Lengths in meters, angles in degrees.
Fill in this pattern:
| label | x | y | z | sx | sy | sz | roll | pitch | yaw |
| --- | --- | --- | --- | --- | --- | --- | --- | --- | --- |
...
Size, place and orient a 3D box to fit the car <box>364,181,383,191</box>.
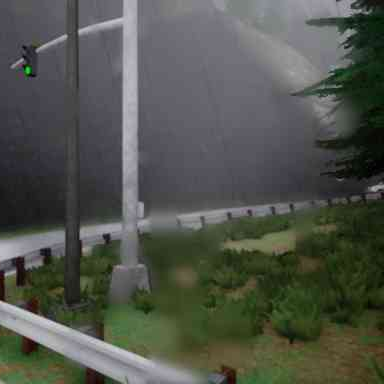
| label | x | y | z | sx | sy | sz | roll | pitch | yaw |
| --- | --- | --- | --- | --- | --- | --- | --- | --- | --- |
| car | 17.946 | -0.420 | 29.894 | 4.674 | 1.442 | 1.812 | -4 | 0 | -1 |
